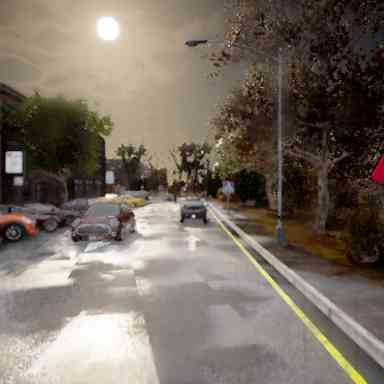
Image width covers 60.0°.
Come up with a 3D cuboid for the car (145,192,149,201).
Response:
[{"bbox_3d":[-9.124,1.159,47.614,5.008,1.535,2.097,-1,1,-20],"label":"car"}]

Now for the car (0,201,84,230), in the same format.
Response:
[{"bbox_3d":[-9.158,1.388,20.595,4.674,1.452,2.002,-1,0,-20],"label":"car"}]

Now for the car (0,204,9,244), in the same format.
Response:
[{"bbox_3d":[-9.241,1.277,11.581,4.553,1.767,2.185,-1,0,-20],"label":"car"}]

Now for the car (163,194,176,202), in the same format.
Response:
[{"bbox_3d":[-3.776,1.053,57.551,1.994,1.385,4.181,0,1,1],"label":"car"}]

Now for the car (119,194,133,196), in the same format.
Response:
[{"bbox_3d":[-8.938,1.276,32.659,5.366,1.575,1.946,-1,0,-20],"label":"car"}]

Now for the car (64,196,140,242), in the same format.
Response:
[{"bbox_3d":[-3.973,1.243,15.572,2.097,1.767,4.553,0,0,0],"label":"car"}]

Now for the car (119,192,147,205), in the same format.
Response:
[{"bbox_3d":[-9.277,1.207,44.546,5.366,1.575,1.946,-1,1,-20],"label":"car"}]

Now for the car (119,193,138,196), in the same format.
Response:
[{"bbox_3d":[-8.933,1.259,35.660,5.366,1.575,1.946,-1,0,-20],"label":"car"}]

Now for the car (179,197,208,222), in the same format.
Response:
[{"bbox_3d":[0.114,1.345,24.661,1.837,1.490,4.892,0,1,0],"label":"car"}]

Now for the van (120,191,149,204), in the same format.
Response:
[{"bbox_3d":[-9.259,0.824,53.557,4.442,1.987,1.878,-1,1,-20],"label":"van"}]

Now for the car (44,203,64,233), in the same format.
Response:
[{"bbox_3d":[-9.144,1.394,17.603,4.792,1.488,2.163,-1,0,-20],"label":"car"}]

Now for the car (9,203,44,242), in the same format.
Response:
[{"bbox_3d":[-9.222,1.258,14.582,4.553,1.767,2.185,-1,0,-20],"label":"car"}]
